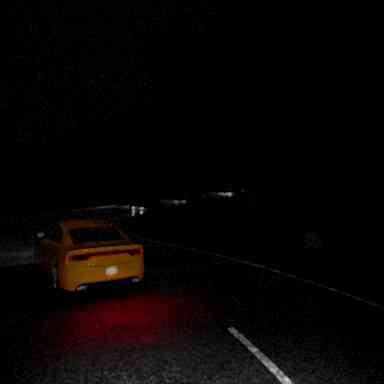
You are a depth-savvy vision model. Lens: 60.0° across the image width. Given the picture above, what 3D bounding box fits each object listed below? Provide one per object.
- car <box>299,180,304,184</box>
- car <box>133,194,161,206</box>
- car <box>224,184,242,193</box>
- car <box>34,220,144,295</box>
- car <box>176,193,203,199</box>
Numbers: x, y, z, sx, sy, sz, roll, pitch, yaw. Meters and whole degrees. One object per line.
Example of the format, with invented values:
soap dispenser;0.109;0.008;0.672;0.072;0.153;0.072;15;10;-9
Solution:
car;25.344;-2.497;79.716;1.837;1.490;4.892;0;5;39
car;-6.248;1.071;46.777;1.812;1.442;4.674;0;3;33
car;8.062;-0.711;65.681;1.837;1.490;4.892;0;4;42
car;-3.003;1.501;9.065;1.882;1.535;5.008;0;0;-32
car;-0.376;0.067;55.373;2.150;2.045;5.566;0;5;37
